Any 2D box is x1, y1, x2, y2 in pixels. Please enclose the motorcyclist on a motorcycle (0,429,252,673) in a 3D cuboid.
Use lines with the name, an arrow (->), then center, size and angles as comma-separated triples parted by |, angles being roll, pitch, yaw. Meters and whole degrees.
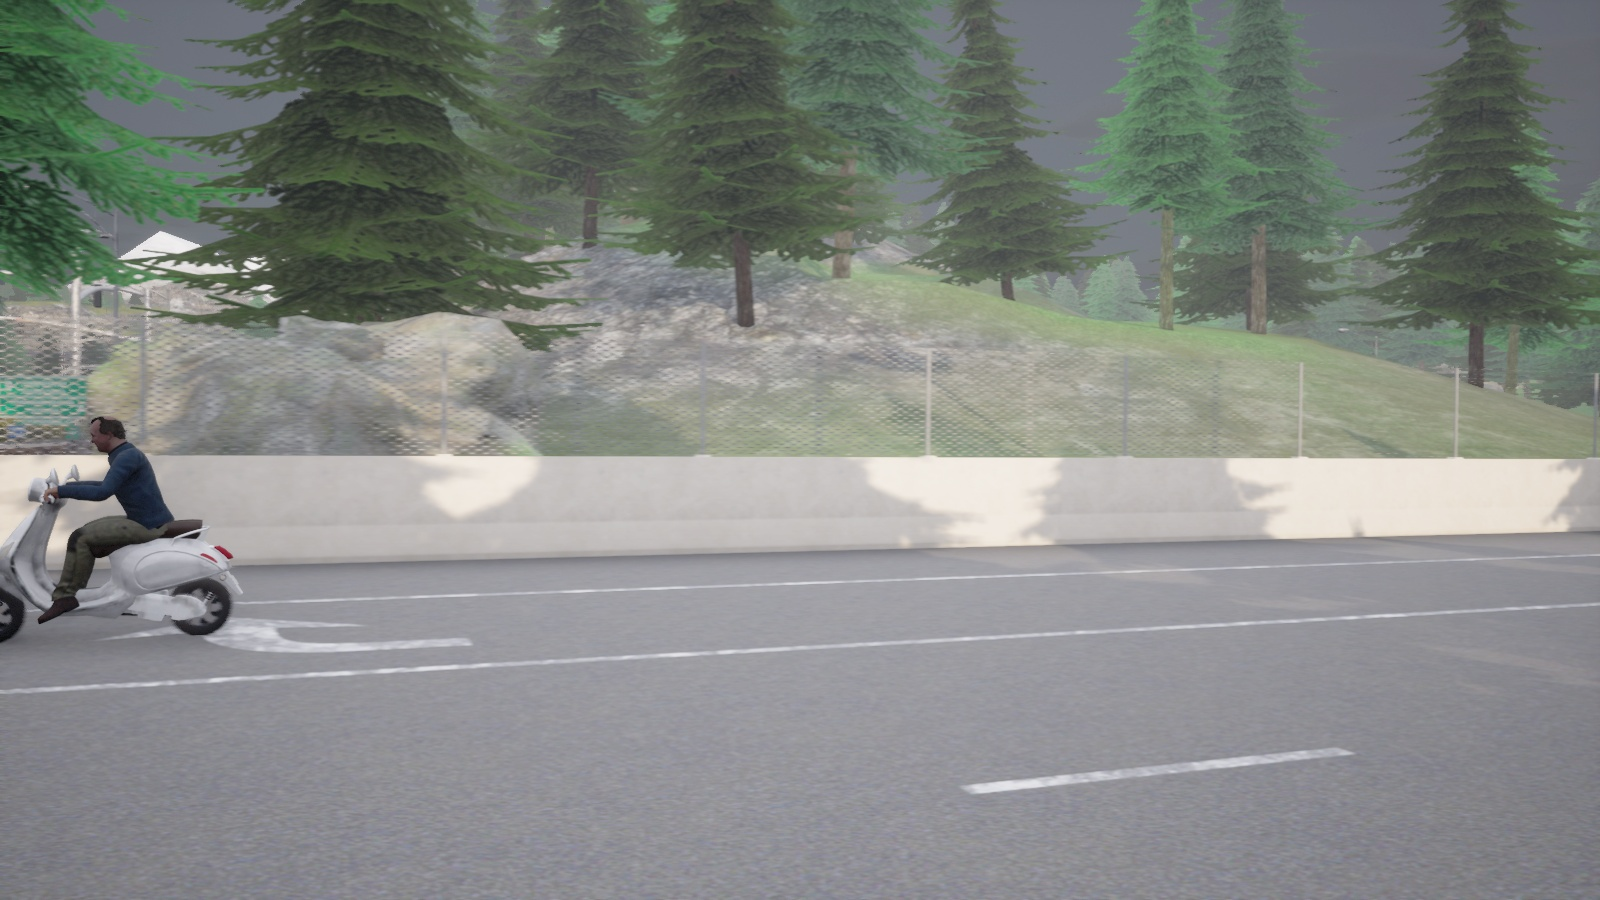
motorcyclist on a motorcycle -> -4.894, 0.660, 8.868 | 1.817, 1.590, 0.866 | -1, 1, -21
